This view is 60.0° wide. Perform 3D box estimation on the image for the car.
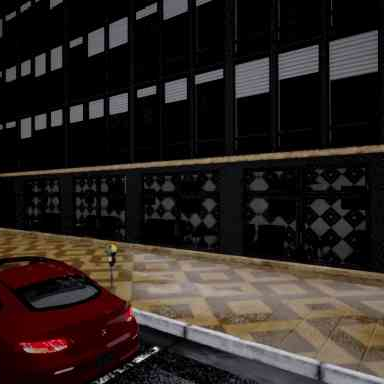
[{"bbox_3d":[-2.578,1.582,4.665,4.206,1.307,1.802,0,0,35],"label":"car"}]
